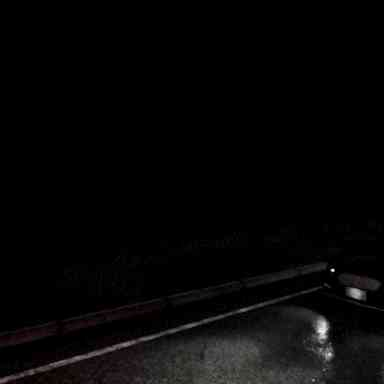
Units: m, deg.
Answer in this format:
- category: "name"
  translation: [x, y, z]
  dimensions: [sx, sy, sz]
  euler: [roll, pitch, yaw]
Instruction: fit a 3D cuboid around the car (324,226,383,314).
- category: "car"
  translation: [4.767, 1.430, 7.058]
  dimensions: [4.902, 1.511, 2.128]
  euler: [-1, 0, -35]
